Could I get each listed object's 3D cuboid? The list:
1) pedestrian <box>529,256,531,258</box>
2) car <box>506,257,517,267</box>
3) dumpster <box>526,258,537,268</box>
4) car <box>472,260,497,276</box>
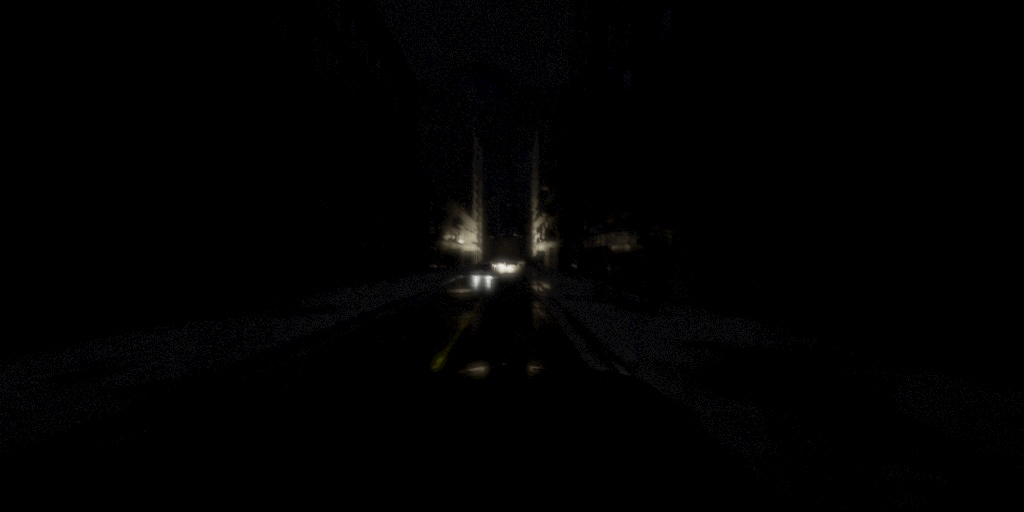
[{"bbox_3d":[2.993,0.866,58.161,0.375,1.860,0.375,-1,1,-14],"label":"pedestrian"},{"bbox_3d":[-0.017,1.195,65.496,1.994,1.385,4.181,0,0,0],"label":"car"},{"bbox_3d":[2.994,1.120,57.165,1.020,1.700,1.940,0,0,0],"label":"dumpster"},{"bbox_3d":[-2.853,1.291,36.493,1.994,1.385,4.181,0,0,0],"label":"car"}]
